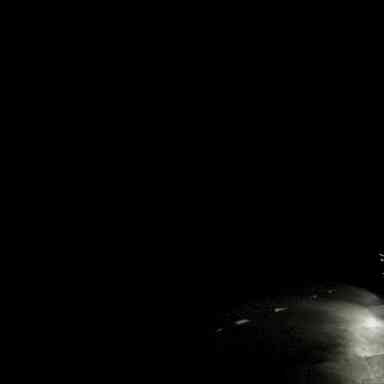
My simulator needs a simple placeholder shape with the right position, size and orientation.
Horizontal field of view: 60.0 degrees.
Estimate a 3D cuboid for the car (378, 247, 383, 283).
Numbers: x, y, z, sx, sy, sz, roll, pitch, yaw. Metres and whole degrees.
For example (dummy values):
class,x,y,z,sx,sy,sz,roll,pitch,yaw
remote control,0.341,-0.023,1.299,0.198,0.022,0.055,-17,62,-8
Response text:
class,x,y,z,sx,sy,sz,roll,pitch,yaw
car,6.623,1.494,8.586,5.008,1.535,1.882,0,0,-39
